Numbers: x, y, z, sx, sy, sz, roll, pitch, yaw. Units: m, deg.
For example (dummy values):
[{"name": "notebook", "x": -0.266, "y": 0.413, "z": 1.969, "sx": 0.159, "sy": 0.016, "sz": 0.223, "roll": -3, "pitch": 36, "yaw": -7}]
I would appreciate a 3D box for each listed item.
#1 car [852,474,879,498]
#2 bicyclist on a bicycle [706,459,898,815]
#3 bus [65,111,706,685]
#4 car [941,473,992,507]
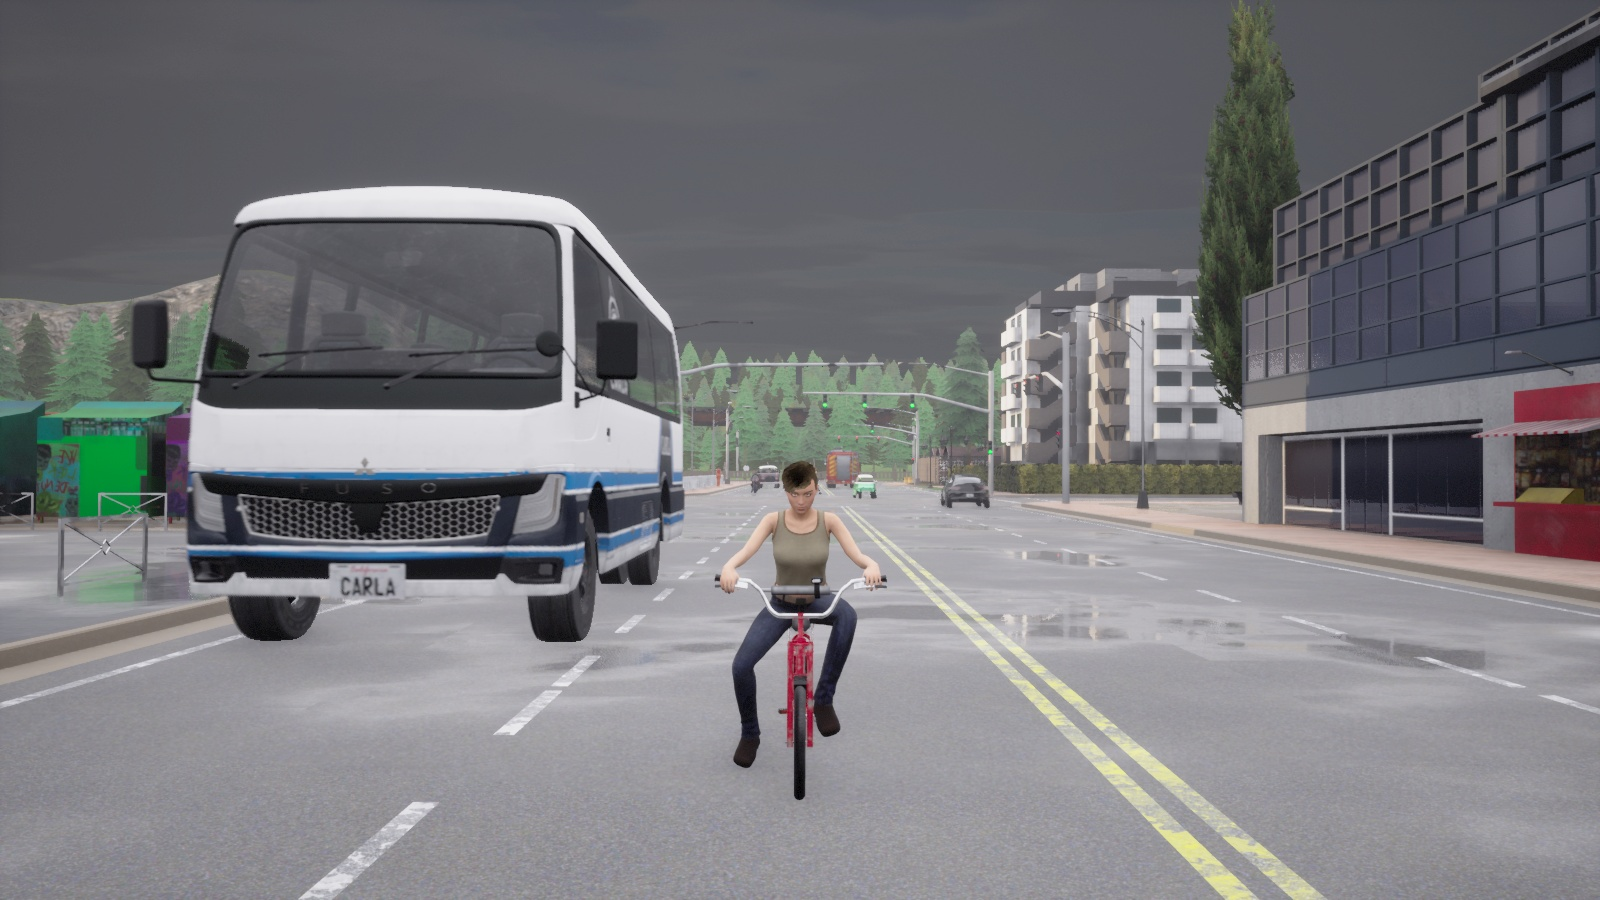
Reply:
[{"name": "car", "x": 3.800, "y": 2.075, "z": 72.906, "sx": 1.481, "sy": 1.376, "sz": 2.207, "roll": 0, "pitch": -1, "yaw": 0}, {"name": "bicyclist on a bicycle", "x": 0.010, "y": 0.859, "z": 6.460, "sx": 0.866, "sy": 1.612, "sz": 1.509, "roll": 0, "pitch": -1, "yaw": 0}, {"name": "bus", "x": -3.460, "y": -0.306, "z": 14.464, "sx": 3.944, "sy": 4.253, "sz": 10.273, "roll": 0, "pitch": -1, "yaw": 0}, {"name": "car", "x": 7.296, "y": 1.741, "z": 55.509, "sx": 1.812, "sy": 1.442, "sz": 4.674, "roll": 0, "pitch": -1, "yaw": 2}]
